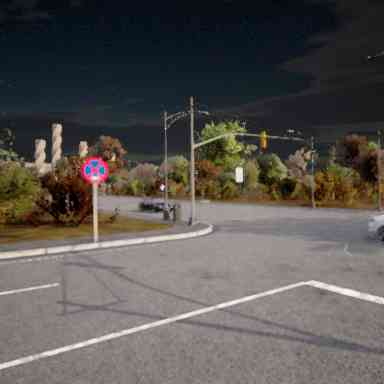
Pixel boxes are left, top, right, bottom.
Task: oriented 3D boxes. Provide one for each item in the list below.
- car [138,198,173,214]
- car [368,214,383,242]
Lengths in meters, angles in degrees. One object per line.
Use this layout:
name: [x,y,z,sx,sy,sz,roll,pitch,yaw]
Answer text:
car: [-3.660,1.318,33.174,2.033,1.411,5.357,-1,1,-32]
car: [9.149,1.309,12.563,1.812,1.442,4.674,-1,1,-32]
